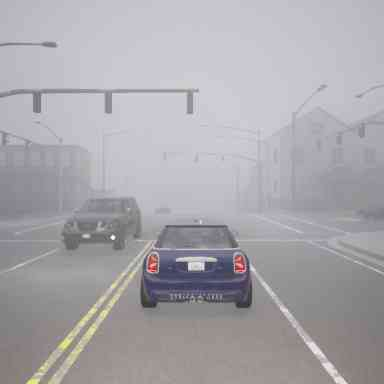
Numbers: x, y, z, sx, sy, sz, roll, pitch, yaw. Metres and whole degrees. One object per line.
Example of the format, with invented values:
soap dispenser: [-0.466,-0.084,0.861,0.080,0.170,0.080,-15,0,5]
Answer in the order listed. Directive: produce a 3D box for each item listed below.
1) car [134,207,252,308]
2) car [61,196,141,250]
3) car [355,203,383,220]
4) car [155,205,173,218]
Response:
car: [0.091,1.352,8.092,2.097,1.767,4.553,0,0,0]
car: [-3.684,1.223,14.626,2.150,2.045,5.566,0,0,2]
car: [16.624,1.547,27.680,5.357,1.411,2.033,0,0,-1]
car: [-3.564,2.570,42.575,1.895,1.301,4.718,0,-8,0]
